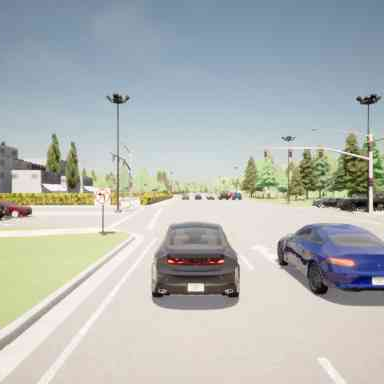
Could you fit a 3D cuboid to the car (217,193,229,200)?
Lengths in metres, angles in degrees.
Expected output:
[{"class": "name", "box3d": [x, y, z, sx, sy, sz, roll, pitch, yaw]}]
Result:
[{"class": "car", "box3d": [8.740, 1.218, 91.353, 2.150, 2.045, 5.566, 0, 0, 0]}]

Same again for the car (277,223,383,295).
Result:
[{"class": "car", "box3d": [3.585, 1.526, 8.626, 1.812, 1.442, 4.674, 0, 0, 0]}]

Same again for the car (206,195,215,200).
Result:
[{"class": "car", "box3d": [5.243, 1.590, 92.199, 1.895, 1.301, 4.718, 0, 0, 0]}]

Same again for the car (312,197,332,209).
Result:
[{"class": "car", "box3d": [19.021, 1.506, 45.503, 4.892, 1.490, 1.837, 1, 0, 6]}]

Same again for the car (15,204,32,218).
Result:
[{"class": "car", "box3d": [-16.779, 1.478, 29.408, 5.008, 1.535, 1.882, 0, 0, -1]}]

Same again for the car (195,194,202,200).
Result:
[{"class": "car", "box3d": [1.742, 1.471, 91.764, 1.882, 1.535, 5.008, 0, 0, 0]}]

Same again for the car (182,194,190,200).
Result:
[{"class": "car", "box3d": [-1.760, 1.518, 91.360, 2.128, 1.511, 4.902, 0, 0, 0]}]

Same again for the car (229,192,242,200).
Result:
[{"class": "car", "box3d": [12.239, 1.217, 90.923, 2.150, 2.045, 5.566, 0, 0, 0]}]

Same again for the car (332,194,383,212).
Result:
[{"class": "car", "box3d": [19.563, 1.222, 38.064, 5.566, 2.045, 2.150, 0, 0, -1]}]

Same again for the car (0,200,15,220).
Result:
[{"class": "car", "box3d": [-17.354, 1.222, 25.900, 5.566, 2.045, 2.150, 0, 0, -1]}]

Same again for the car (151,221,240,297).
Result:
[{"class": "car", "box3d": [0.080, 1.505, 8.538, 1.837, 1.490, 4.892, 0, 0, 0]}]
